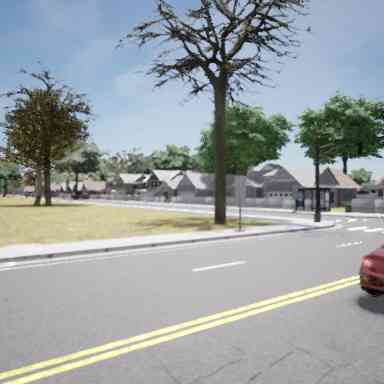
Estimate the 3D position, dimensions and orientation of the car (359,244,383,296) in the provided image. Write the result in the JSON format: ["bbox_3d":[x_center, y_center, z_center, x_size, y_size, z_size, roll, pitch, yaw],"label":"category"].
[{"bbox_3d":[5.504,1.540,7.363,4.674,1.442,1.812,0,0,-36],"label":"car"}]
